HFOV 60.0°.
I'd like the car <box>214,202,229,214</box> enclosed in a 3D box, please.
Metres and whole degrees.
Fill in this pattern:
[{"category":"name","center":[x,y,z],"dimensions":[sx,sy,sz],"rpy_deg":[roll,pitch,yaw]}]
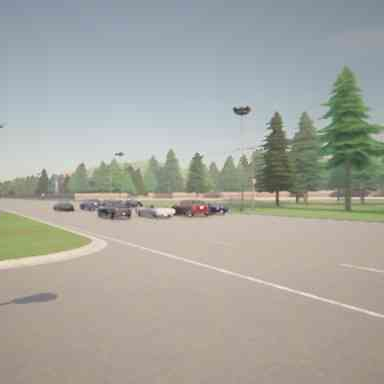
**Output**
[{"category":"car","center":[1.801,1.759,36.057],"dimensions":[1.895,1.301,4.718],"rpy_deg":[0,0,-35]}]

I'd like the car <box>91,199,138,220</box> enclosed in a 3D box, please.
[{"category":"car","center":[-7.237,1.709,30.661],"dimensions":[2.128,1.511,4.902],"rpy_deg":[0,0,-35]}]

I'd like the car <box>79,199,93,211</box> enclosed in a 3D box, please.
[{"category":"car","center":[-14.302,1.717,46.926],"dimensions":[2.097,1.767,4.553],"rpy_deg":[0,0,-35]}]

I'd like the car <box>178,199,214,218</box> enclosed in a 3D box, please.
[{"category":"car","center":[-0.315,1.515,32.968],"dimensions":[2.097,1.767,4.553],"rpy_deg":[0,0,-35]}]

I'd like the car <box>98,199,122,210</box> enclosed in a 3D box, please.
[{"category":"car","center":[-12.533,1.843,50.510],"dimensions":[1.882,1.535,5.008],"rpy_deg":[0,0,-35]}]

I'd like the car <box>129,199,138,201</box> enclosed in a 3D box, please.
[{"category":"car","center":[-9.423,1.869,52.146],"dimensions":[1.812,1.442,4.674],"rpy_deg":[0,0,-35]}]

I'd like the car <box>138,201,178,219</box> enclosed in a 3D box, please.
[{"category":"car","center":[-3.631,1.789,31.608],"dimensions":[1.895,1.301,4.718],"rpy_deg":[0,0,-35]}]

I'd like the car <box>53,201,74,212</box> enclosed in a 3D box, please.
[{"category":"car","center":[-17.658,1.954,45.625],"dimensions":[1.994,1.385,4.181],"rpy_deg":[0,0,-35]}]
